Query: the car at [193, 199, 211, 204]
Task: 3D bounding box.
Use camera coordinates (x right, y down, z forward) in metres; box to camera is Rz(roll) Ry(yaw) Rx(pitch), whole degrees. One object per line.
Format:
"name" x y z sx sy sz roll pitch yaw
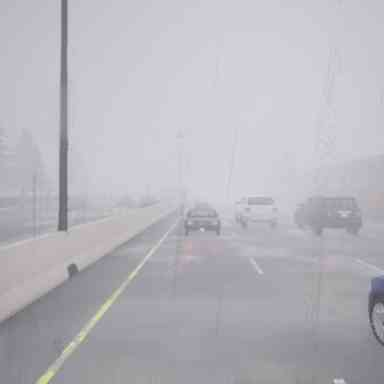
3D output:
"car" 1.140 1.472 36.396 1.812 1.442 4.674 0 0 2

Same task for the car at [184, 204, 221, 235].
"car" 0.581 1.573 18.753 1.895 1.301 4.718 0 0 2

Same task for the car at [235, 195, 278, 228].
"car" 4.197 1.211 22.264 2.150 2.045 5.566 0 0 2

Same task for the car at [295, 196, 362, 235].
"car" 7.595 1.239 19.047 2.150 2.045 5.566 0 0 2

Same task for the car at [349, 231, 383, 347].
"car" 3.681 1.496 3.228 1.882 1.535 5.008 0 0 0
